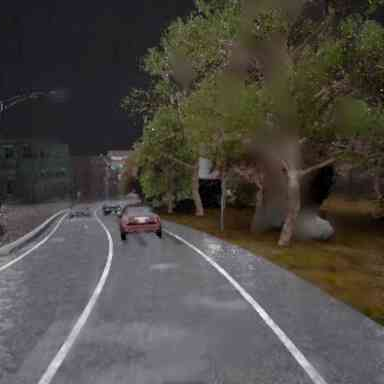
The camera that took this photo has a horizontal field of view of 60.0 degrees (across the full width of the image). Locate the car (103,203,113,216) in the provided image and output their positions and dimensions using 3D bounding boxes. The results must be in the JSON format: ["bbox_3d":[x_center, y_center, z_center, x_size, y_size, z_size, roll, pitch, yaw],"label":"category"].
[{"bbox_3d":[-9.075,1.887,37.556,1.895,1.301,4.718,-2,0,-18],"label":"car"}]

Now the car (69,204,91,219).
[{"bbox_3d":[-11.247,1.935,33.465,1.994,1.385,4.181,-2,0,-18],"label":"car"}]

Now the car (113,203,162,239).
[{"bbox_3d":[-3.013,1.444,18.364,2.097,1.767,4.553,-2,0,-15],"label":"car"}]
